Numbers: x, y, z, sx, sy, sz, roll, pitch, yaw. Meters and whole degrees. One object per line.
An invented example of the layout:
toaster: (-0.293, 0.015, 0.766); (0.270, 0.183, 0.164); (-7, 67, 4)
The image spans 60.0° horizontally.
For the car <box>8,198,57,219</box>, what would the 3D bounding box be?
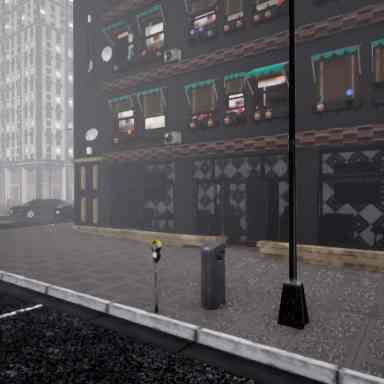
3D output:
car: (-11.882, 1.239, 26.388); (1.837, 1.490, 4.892); (0, 1, 35)

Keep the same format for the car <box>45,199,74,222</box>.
car: (-7.317, 1.279, 22.792); (1.947, 1.339, 4.313); (1, 1, 35)
